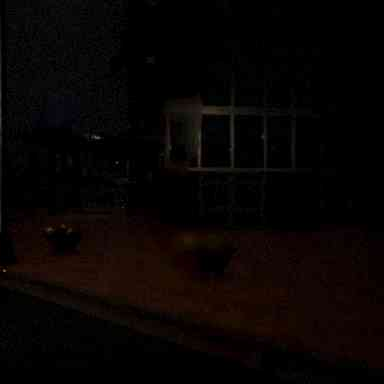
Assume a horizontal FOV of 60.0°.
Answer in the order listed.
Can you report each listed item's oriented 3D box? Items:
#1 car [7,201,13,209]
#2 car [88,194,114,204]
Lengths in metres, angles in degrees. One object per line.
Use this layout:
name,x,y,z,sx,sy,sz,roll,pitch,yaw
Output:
car,-25.619,1.635,43.910,1.812,1.442,4.674,0,0,2
car,-18.356,1.354,67.549,2.150,2.045,5.566,0,0,34
